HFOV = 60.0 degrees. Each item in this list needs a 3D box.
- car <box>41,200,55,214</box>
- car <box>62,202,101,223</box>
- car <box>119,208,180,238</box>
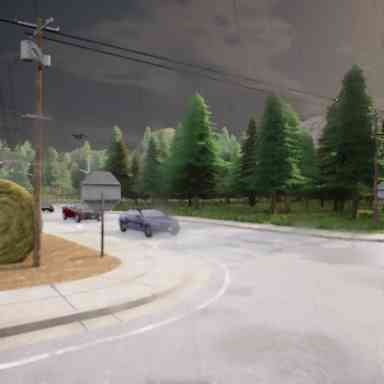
[{"bbox_3d":[-16.944,1.642,37.117,2.033,1.411,5.357,1,0,-38],"label":"car"},{"bbox_3d":[-8.987,1.577,27.002,1.882,1.535,5.008,1,0,-38],"label":"car"},{"bbox_3d":[-2.550,1.629,18.836,1.812,1.442,4.674,1,0,-38],"label":"car"}]
